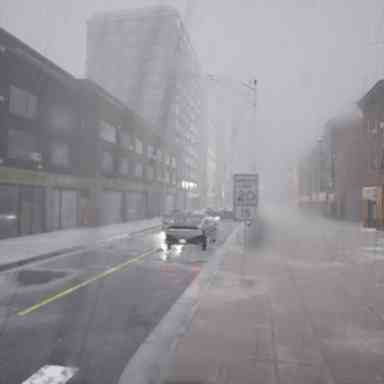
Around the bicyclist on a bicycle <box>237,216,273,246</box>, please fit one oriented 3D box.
[{"bbox_3d":[2.918,1.690,15.469,1.656,1.620,0.582,0,-1,11],"label":"bicyclist on a bicycle"}]

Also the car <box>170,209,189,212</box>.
[{"bbox_3d":[-0.957,2.082,26.066,2.128,1.511,4.902,0,-1,11],"label":"car"}]

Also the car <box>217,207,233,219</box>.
[{"bbox_3d":[4.185,2.416,36.882,1.812,1.442,4.674,0,-1,11],"label":"car"}]

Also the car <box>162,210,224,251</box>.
[{"bbox_3d":[0.082,1.866,16.113,2.128,1.511,4.902,0,-1,11],"label":"car"}]

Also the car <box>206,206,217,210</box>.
[{"bbox_3d":[2.928,2.663,45.233,1.994,1.385,4.181,0,-1,11],"label":"car"}]
